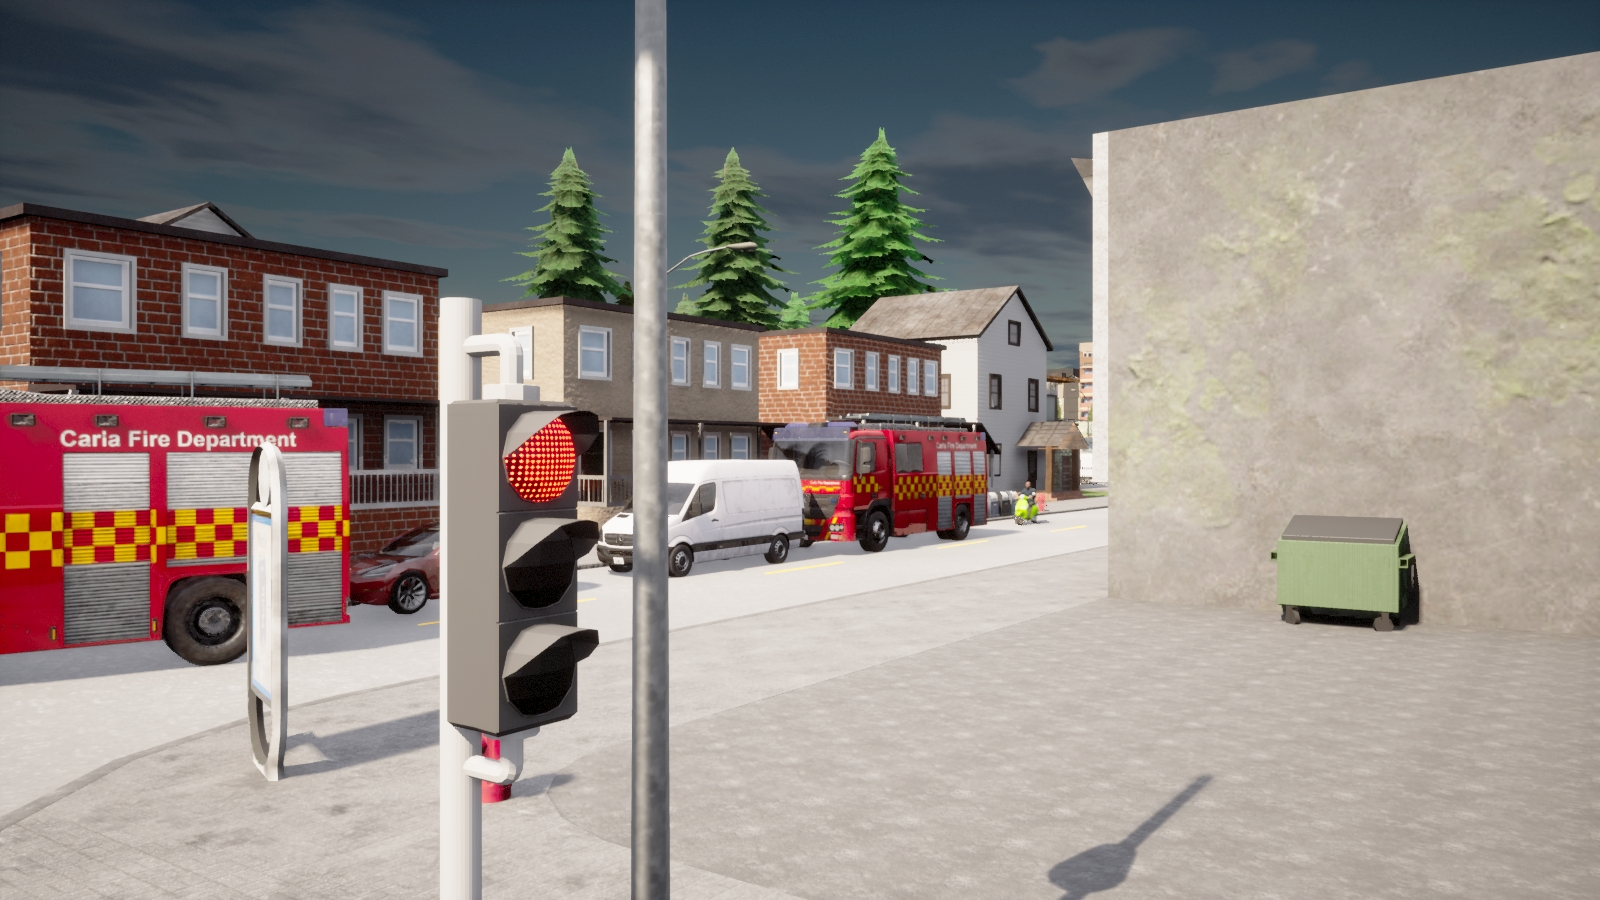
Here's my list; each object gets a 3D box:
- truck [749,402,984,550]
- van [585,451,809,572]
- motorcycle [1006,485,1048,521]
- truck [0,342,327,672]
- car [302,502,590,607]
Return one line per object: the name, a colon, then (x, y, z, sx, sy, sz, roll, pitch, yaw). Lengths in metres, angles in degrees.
truck: (2.235, 0.662, 33.662, 2.891, 3.827, 8.468, 0, 0, 35)
van: (-2.273, 1.307, 27.238, 1.988, 2.561, 5.915, 0, 0, 35)
motorcycle: (8.459, 1.955, 42.551, 0.856, 1.236, 1.805, 0, 0, 35)
truck: (-10.643, 0.661, 14.030, 8.468, 3.827, 2.891, 0, 0, -37)
car: (-6.433, 1.835, 21.305, 2.163, 1.488, 4.792, 0, 0, 35)
